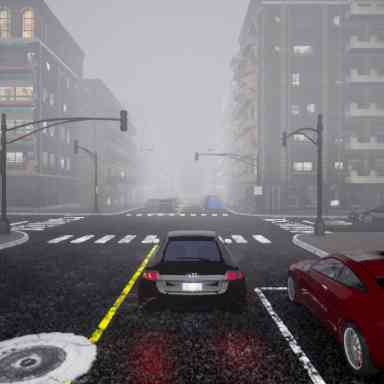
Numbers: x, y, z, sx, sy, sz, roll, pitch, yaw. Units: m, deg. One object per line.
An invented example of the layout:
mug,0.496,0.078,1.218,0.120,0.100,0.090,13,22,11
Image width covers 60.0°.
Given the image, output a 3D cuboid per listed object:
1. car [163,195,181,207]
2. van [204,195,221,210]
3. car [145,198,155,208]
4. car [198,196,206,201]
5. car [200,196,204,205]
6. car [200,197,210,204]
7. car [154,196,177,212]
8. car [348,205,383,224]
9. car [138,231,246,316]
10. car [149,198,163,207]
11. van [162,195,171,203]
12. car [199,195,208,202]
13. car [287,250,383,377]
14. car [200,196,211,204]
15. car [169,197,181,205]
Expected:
car,-3.083,1.553,49.986,1.882,1.535,5.008,0,0,0
van,2.821,1.399,43.180,1.690,1.788,3.998,-1,0,0
car,-5.830,1.654,48.728,1.802,1.307,4.206,-1,0,0
car,2.775,1.807,92.847,1.947,1.339,4.313,-1,0,0
car,2.733,1.387,48.677,2.192,1.841,5.009,-1,0,0
car,2.699,1.691,70.759,1.887,1.381,4.507,-1,0,0
car,-3.063,1.529,39.706,1.882,1.535,5.008,0,0,-1
car,14.612,1.738,26.197,4.181,1.385,1.994,1,0,0
car,0.004,1.567,7.616,1.994,1.385,4.181,0,0,0
car,-5.829,1.654,54.250,1.947,1.339,4.313,-1,0,0
van,-5.827,1.510,76.344,1.690,1.788,3.998,-1,0,0
car,2.748,1.631,81.802,1.967,1.590,4.097,-1,0,0
car,2.793,1.584,5.278,1.802,1.307,4.206,0,0,0
car,2.696,1.566,65.238,1.967,1.590,4.097,-1,0,0
car,-3.059,1.635,60.760,1.812,1.442,4.674,0,0,1
